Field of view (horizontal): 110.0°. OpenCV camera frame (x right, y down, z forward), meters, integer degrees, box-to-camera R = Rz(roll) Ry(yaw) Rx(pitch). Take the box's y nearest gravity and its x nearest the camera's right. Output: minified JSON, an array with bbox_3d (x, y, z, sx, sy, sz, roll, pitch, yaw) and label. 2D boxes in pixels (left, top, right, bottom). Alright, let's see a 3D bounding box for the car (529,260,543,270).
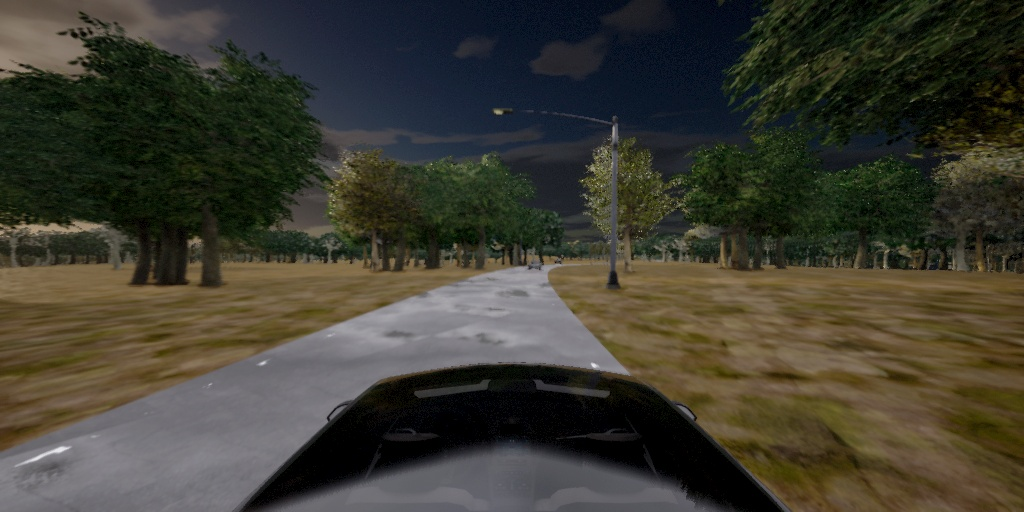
[{"bbox_3d":[3.615,1.420,55.139,2.128,1.511,4.902,1,-1,8],"label":"car"}]
